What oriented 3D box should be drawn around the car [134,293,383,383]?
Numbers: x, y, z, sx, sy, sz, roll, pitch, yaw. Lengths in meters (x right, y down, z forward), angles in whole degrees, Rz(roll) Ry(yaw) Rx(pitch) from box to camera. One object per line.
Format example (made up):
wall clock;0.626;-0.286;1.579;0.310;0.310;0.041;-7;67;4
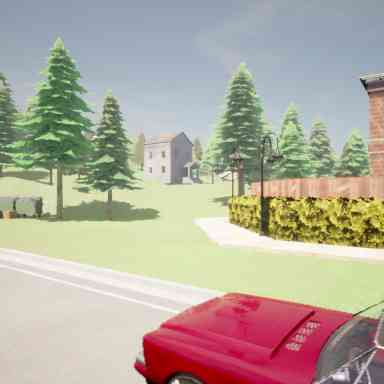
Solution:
car;1.757;1.601;2.730;4.718;1.301;1.895;0;0;36
